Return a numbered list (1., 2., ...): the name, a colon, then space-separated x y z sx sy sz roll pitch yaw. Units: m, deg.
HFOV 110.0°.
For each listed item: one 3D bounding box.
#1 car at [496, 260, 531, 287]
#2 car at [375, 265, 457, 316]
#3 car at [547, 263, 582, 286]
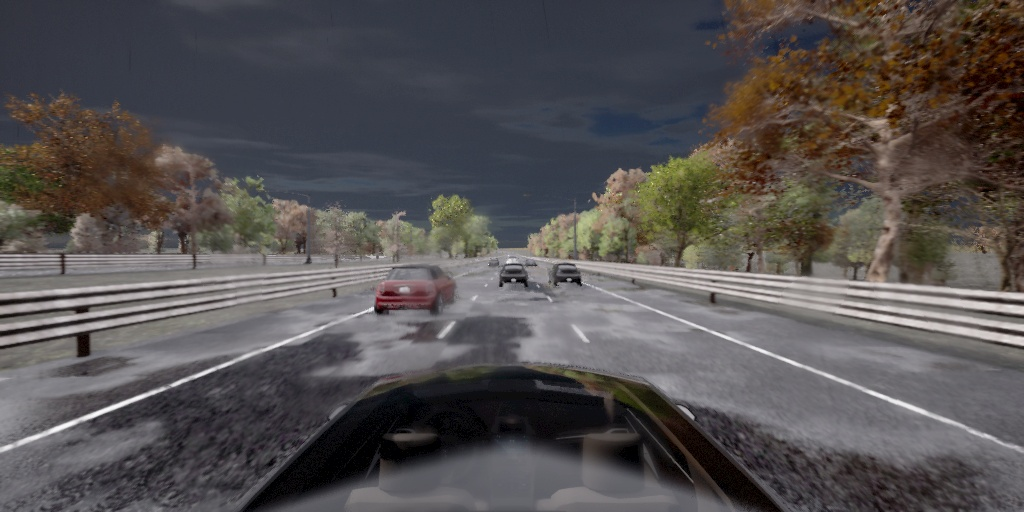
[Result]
1. car: 0.103 1.249 24.612 1.837 1.490 4.892 0 0 0
2. car: -3.399 1.099 13.511 2.097 1.767 4.553 0 0 0
3. car: 3.602 1.249 24.958 1.837 1.490 4.892 0 0 0
